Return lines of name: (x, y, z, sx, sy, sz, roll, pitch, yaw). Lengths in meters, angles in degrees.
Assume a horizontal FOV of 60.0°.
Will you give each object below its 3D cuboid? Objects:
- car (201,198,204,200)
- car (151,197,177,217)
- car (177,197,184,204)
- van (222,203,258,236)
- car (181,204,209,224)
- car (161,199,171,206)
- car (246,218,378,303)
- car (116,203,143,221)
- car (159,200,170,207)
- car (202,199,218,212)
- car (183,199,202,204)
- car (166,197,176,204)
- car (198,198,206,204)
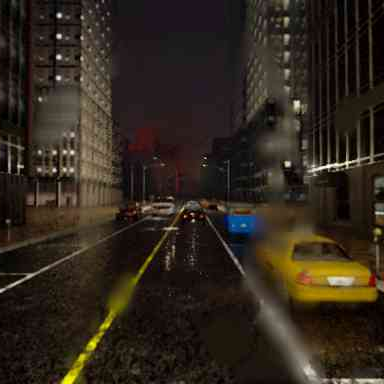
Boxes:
car: (2.722, 2.278, 74.177, 1.752, 1.417, 4.829, 1, -1, 0)
car: (-3.088, 1.590, 36.373, 2.150, 2.045, 5.566, 0, -1, 0)
car: (-2.982, 2.045, 77.176, 2.097, 1.767, 4.553, 0, -1, 0)
van: (2.712, 1.537, 19.353, 1.690, 1.788, 3.998, 1, -1, 0)
car: (0.105, 1.875, 27.059, 1.895, 1.301, 4.718, 0, -1, 0)
car: (-5.659, 2.297, 73.960, 1.887, 1.381, 4.507, 1, -1, 0)
car: (2.706, 1.611, 8.367, 1.752, 1.417, 4.829, 1, -1, 0)
car: (-5.634, 1.748, 30.381, 1.967, 1.590, 4.097, 1, -1, 0)
car: (-5.661, 2.262, 68.514, 1.947, 1.339, 4.313, 1, -1, 0)
car: (2.714, 2.060, 47.236, 1.802, 1.307, 4.206, 1, -1, 0)
car: (0.118, 1.985, 45.322, 1.812, 1.442, 4.674, 0, -1, 0)
car: (-5.651, 2.235, 90.299, 2.192, 1.841, 5.009, 1, -1, 0)
car: (2.725, 2.464, 90.325, 1.887, 1.381, 4.507, 1, -1, 0)
